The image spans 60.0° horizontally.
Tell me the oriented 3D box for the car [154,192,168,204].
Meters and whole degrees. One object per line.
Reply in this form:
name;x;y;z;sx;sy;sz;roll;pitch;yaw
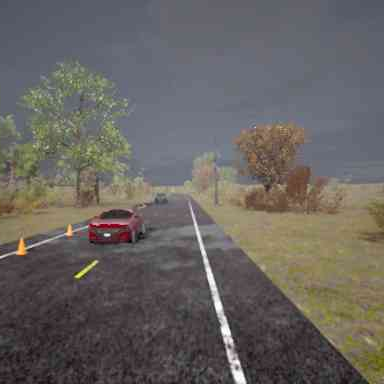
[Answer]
car;-5.688;1.086;62.175;2.150;2.045;5.566;0;0;-1

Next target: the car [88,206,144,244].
car;-3.443;1.451;15.845;1.882;1.535;5.008;0;0;-1

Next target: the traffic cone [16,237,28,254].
traffic cone;-6.229;1.952;12.192;0.340;0.580;0.340;0;0;-1

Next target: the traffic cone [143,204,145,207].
traffic cone;-6.829;1.862;47.190;0.340;0.580;0.340;0;0;-1

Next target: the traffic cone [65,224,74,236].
traffic cone;-6.314;1.939;17.191;0.340;0.580;0.340;0;0;-1
